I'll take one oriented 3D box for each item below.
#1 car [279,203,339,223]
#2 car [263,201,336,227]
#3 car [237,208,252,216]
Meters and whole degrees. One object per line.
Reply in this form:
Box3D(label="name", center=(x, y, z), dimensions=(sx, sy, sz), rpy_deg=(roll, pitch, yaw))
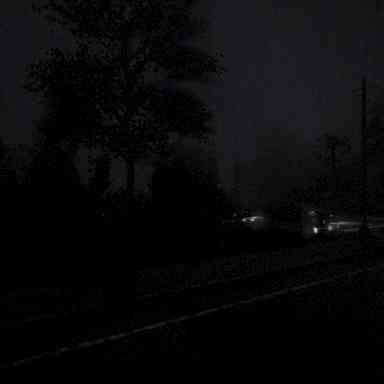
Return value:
Box3D(label="car", center=(9.323, 1.651, 26.772), dimensions=(1.994, 1.385, 4.181), rpy_deg=(0, -1, -39))
Box3D(label="car", center=(7.309, 1.426, 23.648), dimensions=(2.097, 1.767, 4.553), rpy_deg=(0, -1, -38))
Box3D(label="car", center=(3.929, 1.769, 33.222), dimensions=(1.994, 1.385, 4.181), rpy_deg=(0, -1, -41))
